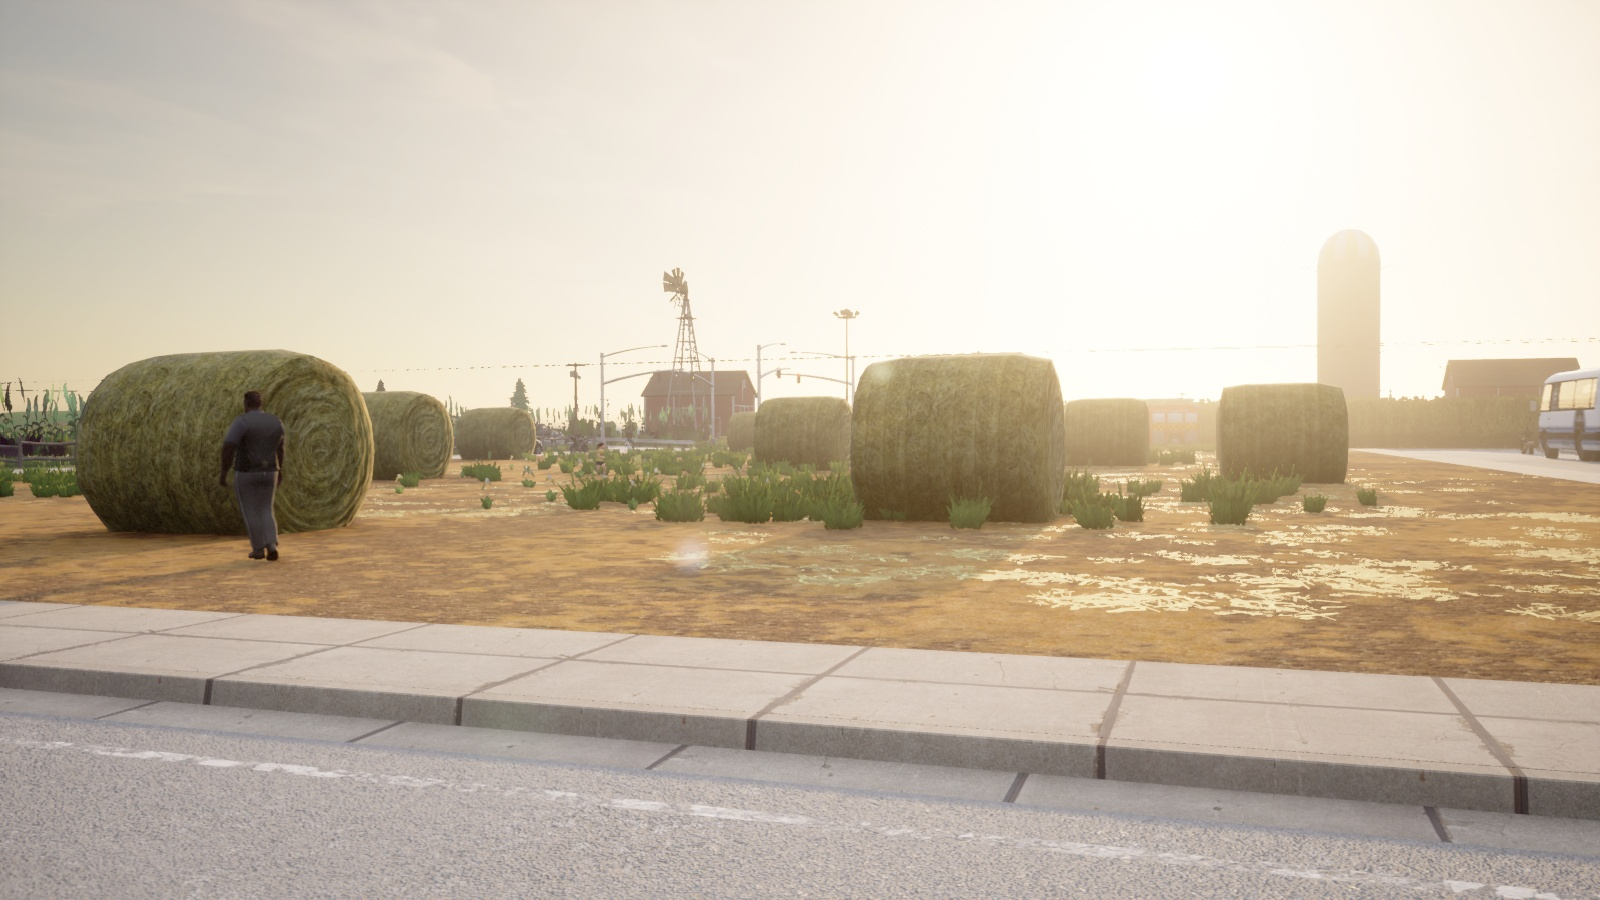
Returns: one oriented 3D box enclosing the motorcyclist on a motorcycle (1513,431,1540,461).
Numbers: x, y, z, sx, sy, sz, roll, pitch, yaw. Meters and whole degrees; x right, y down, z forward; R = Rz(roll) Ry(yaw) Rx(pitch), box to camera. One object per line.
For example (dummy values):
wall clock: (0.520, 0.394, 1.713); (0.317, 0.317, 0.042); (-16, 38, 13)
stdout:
motorcyclist on a motorcycle: (41.080, -0.233, 71.028); (0.766, 1.649, 2.350); (1, 1, 18)

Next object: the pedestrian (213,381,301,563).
pedestrian: (-5.833, 0.217, 13.490); (0.849, 1.883, 0.563); (1, 1, 42)

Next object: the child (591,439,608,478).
child: (-5.662, 0.242, 35.528); (0.394, 1.110, 0.255); (1, 1, 27)

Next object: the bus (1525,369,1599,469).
bus: (36.942, -1.365, 57.912); (3.944, 4.253, 10.273); (1, 1, 18)

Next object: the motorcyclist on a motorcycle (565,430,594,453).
motorcyclist on a motorcycle: (-14.661, -0.565, 83.480); (0.866, 1.530, 2.191); (1, 1, 21)
